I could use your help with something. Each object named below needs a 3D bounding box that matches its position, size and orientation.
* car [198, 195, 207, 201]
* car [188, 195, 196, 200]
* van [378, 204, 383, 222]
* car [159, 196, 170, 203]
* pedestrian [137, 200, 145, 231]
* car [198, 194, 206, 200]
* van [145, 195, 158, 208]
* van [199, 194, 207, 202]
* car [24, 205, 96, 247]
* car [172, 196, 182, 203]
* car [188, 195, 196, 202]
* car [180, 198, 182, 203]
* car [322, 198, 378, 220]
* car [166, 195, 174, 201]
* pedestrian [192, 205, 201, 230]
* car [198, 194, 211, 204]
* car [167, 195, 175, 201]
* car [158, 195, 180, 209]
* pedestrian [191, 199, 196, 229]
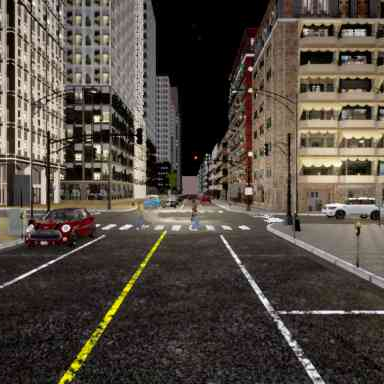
[{"bbox_3d":[2.672,1.589,86.140,2.008,1.369,4.403,0,0,0],"label":"car"},{"bbox_3d":[-0.015,1.484,86.814,1.895,1.301,4.718,0,0,0],"label":"car"},{"bbox_3d":[16.925,1.706,25.545,3.998,1.788,1.690,1,-1,0],"label":"van"},{"bbox_3d":[-5.705,1.550,69.315,1.752,1.417,4.829,0,0,0],"label":"car"},{"bbox_3d":[-2.920,1.295,18.942,0.375,1.860,0.375,0,0,0],"label":"pedestrian"},{"bbox_3d":[2.670,1.359,91.691,2.192,1.841,5.009,0,0,0],"label":"car"},{"bbox_3d":[-5.701,1.352,47.281,1.690,1.788,3.998,0,0,0],"label":"van"},{"bbox_3d":[2.672,1.375,80.590,1.690,1.788,3.998,0,0,0],"label":"van"},{"bbox_3d":[-5.694,1.441,14.807,1.967,1.590,4.097,0,0,0],"label":"car"},{"bbox_3d":[-3.025,1.588,68.359,1.994,1.385,4.181,0,0,0],"label":"car"},{"bbox_3d":[-0.012,1.500,76.361,1.882,1.535,5.008,0,0,0],"label":"car"},{"bbox_3d":[-3.099,1.508,56.291,2.128,1.511,4.902,0,0,0],"label":"car"},{"bbox_3d":[15.280,1.546,31.473,5.566,2.045,2.150,1,0,-2],"label":"car"},{"bbox_3d":[-5.709,1.479,86.137,1.967,1.590,4.097,0,0,0],"label":"car"},{"bbox_3d":[0.308,1.575,19.543,0.375,1.300,0.375,0,0,0],"label":"pedestrian"},{"bbox_3d":[2.676,1.336,63.937,2.192,1.841,5.009,0,0,0],"label":"car"},{"bbox_3d":[-5.710,1.569,91.518,1.752,1.417,4.829,0,0,0],"label":"car"},{"bbox_3d":[-3.107,1.502,46.211,2.128,1.511,4.902,0,0,0],"label":"car"},{"bbox_3d":[0.196,1.295,20.143,0.375,1.860,0.375,0,0,0],"label":"pedestrian"}]
